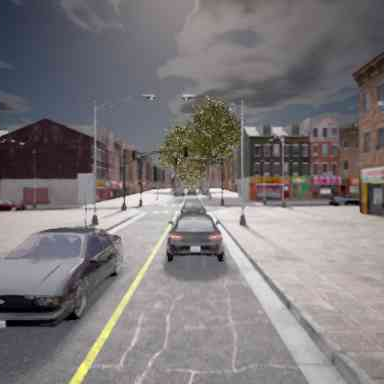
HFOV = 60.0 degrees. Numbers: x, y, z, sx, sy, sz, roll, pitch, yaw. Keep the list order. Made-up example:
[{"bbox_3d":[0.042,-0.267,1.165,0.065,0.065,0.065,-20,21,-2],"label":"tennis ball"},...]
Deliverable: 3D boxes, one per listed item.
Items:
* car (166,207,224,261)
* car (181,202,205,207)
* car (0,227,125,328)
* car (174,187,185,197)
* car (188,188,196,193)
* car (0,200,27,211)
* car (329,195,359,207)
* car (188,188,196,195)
[{"bbox_3d":[0.097,1.484,12.040,1.812,1.442,4.674,0,0,0],"label":"car"},{"bbox_3d":[0.096,1.398,25.345,1.895,1.301,4.718,0,1,0],"label":"car"},{"bbox_3d":[-2.849,1.534,7.515,2.033,1.411,5.357,0,0,0],"label":"car"},{"bbox_3d":[-2.748,0.013,71.557,2.150,2.045,5.566,0,2,0],"label":"car"},{"bbox_3d":[0.004,-0.427,91.302,1.994,1.385,4.181,0,2,0],"label":"car"},{"bbox_3d":[-20.379,1.488,36.168,4.507,1.381,1.887,-1,1,0],"label":"car"},{"bbox_3d":[17.203,0.953,36.307,4.313,1.339,1.947,-1,1,0],"label":"car"},{"bbox_3d":[0.004,-0.164,81.232,2.097,1.767,4.553,0,2,0],"label":"car"}]
